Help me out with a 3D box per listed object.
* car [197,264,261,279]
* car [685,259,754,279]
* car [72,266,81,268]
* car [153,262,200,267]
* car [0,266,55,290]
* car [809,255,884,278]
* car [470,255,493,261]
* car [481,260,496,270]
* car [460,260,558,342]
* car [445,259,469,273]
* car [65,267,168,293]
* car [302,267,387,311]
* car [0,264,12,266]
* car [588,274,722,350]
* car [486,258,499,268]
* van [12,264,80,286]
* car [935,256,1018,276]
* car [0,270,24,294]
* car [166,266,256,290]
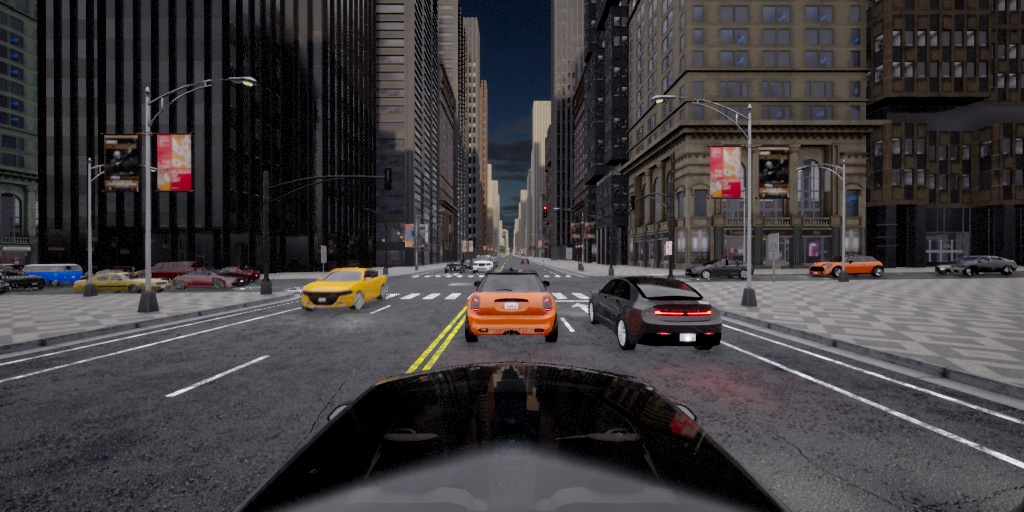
[{"bbox_3d":[-24.038,1.578,30.611,4.507,1.381,1.888,0,0,0],"label":"car"},{"bbox_3d":[16.128,1.006,27.976,4.892,1.490,1.837,-1,0,0],"label":"car"},{"bbox_3d":[-34.212,1.754,30.622,4.207,1.307,1.802,0,0,0],"label":"car"},{"bbox_3d":[-29.125,1.417,30.617,5.009,1.841,2.192,0,0,0],"label":"car"},{"bbox_3d":[-35.452,1.691,24.747,5.008,1.535,1.882,-1,0,0],"label":"car"},{"bbox_3d":[25.956,0.722,27.978,4.553,1.767,2.097,-1,0,0],"label":"car"},{"bbox_3d":[-3.444,0.956,43.292,2.150,2.045,5.566,0,0,0],"label":"car"},{"bbox_3d":[-3.451,1.290,53.264,1.994,1.385,4.181,0,0,1],"label":"car"},{"bbox_3d":[-0.006,1.102,9.897,2.097,1.767,4.553,0,0,0],"label":"car"},{"bbox_3d":[-6.692,1.299,42.450,1.994,1.385,4.181,0,0,0],"label":"car"},{"bbox_3d":[-23.878,1.595,22.083,4.829,1.417,1.751,0,0,0],"label":"car"},{"bbox_3d":[-6.646,1.226,14.762,1.882,1.535,5.008,1,0,-4],"label":"car"},{"bbox_3d":[-44.386,1.624,30.634,5.009,1.841,2.192,0,0,0],"label":"car"},{"bbox_3d":[3.236,1.255,9.036,1.837,1.490,4.892,0,0,0],"label":"car"},{"bbox_3d":[-3.456,1.207,63.531,2.128,1.511,4.902,0,0,0],"label":"car"},{"bbox_3d":[-39.299,1.581,30.628,3.998,1.789,1.690,0,0,0],"label":"van"},{"bbox_3d":[36.092,0.726,27.979,4.902,1.511,2.128,-1,0,0],"label":"car"},{"bbox_3d":[-33.819,1.753,22.083,4.403,1.370,2.007,0,0,0],"label":"car"},{"bbox_3d":[-20.662,1.575,24.743,4.181,1.385,1.994,-1,0,0],"label":"car"}]
